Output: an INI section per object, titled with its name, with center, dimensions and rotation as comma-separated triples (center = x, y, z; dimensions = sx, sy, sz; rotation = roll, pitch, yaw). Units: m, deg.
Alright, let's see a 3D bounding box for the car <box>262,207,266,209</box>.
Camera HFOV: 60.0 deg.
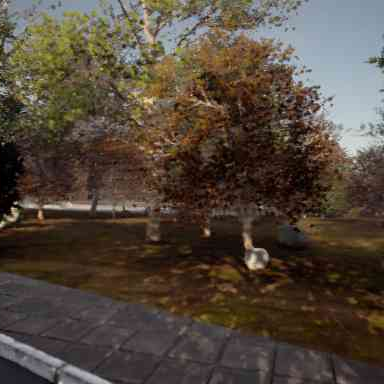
[car]
center = 17.097, 3.664, 85.361
dimensions = 5.566, 2.045, 2.435
rotation = 3, 0, -43
